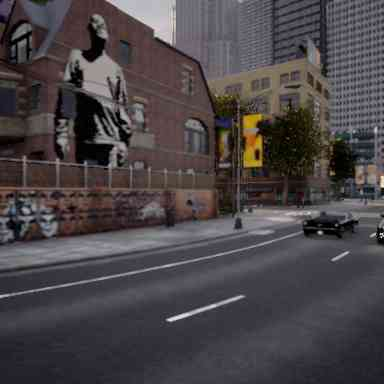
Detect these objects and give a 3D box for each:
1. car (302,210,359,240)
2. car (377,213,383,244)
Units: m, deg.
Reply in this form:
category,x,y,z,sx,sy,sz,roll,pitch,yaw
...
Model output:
category,x,y,z,sx,sy,sz,roll,pitch,yaw
car,7.460,1.645,17.718,1.895,1.301,4.718,0,0,37
car,9.870,1.374,15.127,2.097,1.767,4.553,0,0,37
